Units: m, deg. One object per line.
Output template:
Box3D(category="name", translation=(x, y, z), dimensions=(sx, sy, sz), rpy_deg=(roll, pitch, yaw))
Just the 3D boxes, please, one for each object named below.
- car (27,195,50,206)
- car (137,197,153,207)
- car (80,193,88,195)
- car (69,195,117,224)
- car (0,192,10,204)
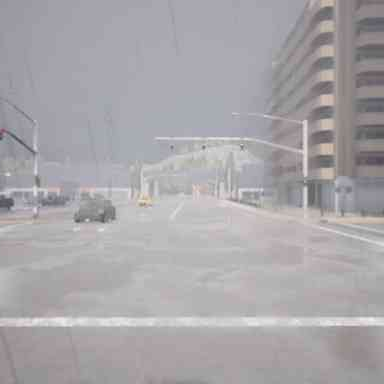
Box3D(category="car", translation=(-26.778, 1.376, 57.565), dimensions=(1.970, 1.475, 3.806), rpy_deg=(0, 0, 0))
Box3D(category="car", translation=(-7.059, 1.467, 50.264), dimensions=(1.882, 1.535, 5.008), rpy_deg=(0, 0, 0))
Box3D(category="car", translation=(-24.031, 1.131, 75.025), dimensions=(1.905, 1.878, 3.866), rpy_deg=(0, 0, 0))
Box3D(category="car", translation=(-7.028, 1.320, 24.561), dimensions=(2.097, 1.767, 4.553), rpy_deg=(0, 0, 0))
Box3D(category="car", translation=(-43.654, 1.131, 75.035), dimensions=(1.905, 1.878, 3.866), rpy_deg=(0, 0, 0))
